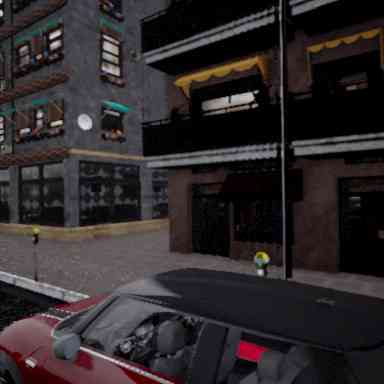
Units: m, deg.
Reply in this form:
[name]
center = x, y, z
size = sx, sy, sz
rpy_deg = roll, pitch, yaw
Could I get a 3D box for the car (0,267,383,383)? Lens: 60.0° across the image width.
[car]
center = -0.137, 1.445, 2.988
size = 4.097, 1.590, 1.967
rpy_deg = 0, -1, 36
